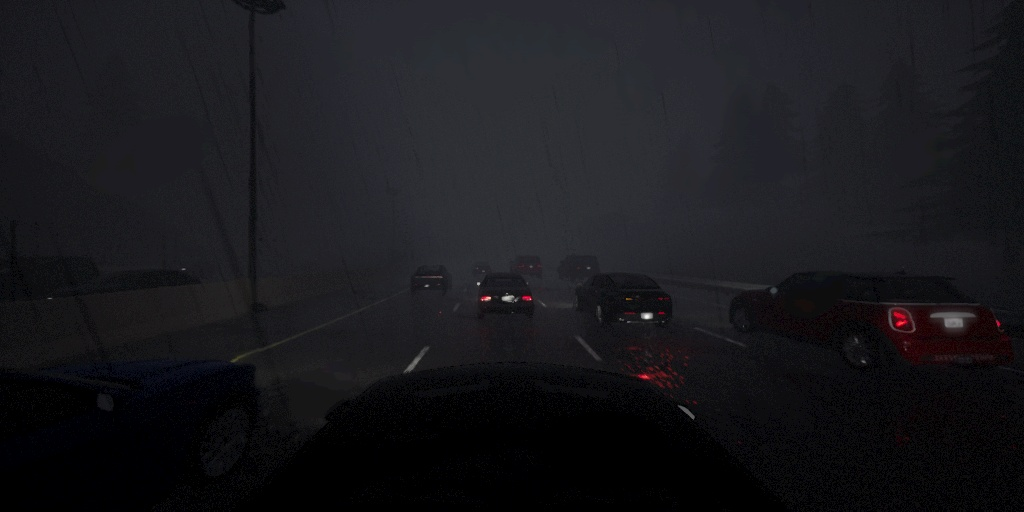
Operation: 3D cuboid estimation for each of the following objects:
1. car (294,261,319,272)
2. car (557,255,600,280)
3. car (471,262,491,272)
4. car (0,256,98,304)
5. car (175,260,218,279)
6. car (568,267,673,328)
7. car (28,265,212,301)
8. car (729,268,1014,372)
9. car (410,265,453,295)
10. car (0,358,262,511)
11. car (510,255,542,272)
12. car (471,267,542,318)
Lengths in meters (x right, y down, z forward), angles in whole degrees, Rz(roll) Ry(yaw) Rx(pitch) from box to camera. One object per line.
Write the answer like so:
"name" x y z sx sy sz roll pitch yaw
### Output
"car" -26.578 1.354 46.726 2.033 1.411 5.357 0 0 -14
"car" 5.222 0.962 28.619 2.150 2.045 5.566 0 0 -7
"car" -3.117 1.284 36.622 1.812 1.442 4.674 0 0 -10
"car" -18.018 1.009 12.662 2.150 2.045 5.566 0 0 -4
"car" -27.001 1.159 29.982 2.097 1.767 4.553 0 0 -9
"car" 3.256 1.249 11.356 1.837 1.490 4.892 0 0 -3
"car" -14.611 1.285 13.937 1.837 1.490 4.892 0 0 -4
"car" 6.900 1.088 7.762 2.097 1.767 4.553 0 0 -1
"car" -4.384 1.251 19.932 2.128 1.511 4.902 0 0 -5
"car" -3.467 1.235 1.590 1.882 1.535 5.008 0 0 0
"car" 1.179 0.971 32.196 2.150 2.045 5.566 0 0 -8
"car" -0.305 1.299 13.013 2.033 1.411 5.357 0 0 -3
